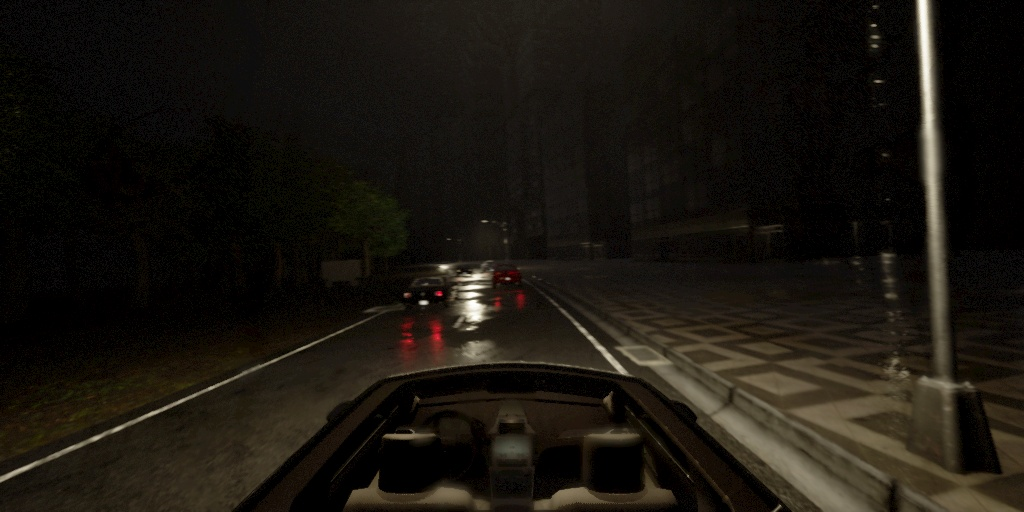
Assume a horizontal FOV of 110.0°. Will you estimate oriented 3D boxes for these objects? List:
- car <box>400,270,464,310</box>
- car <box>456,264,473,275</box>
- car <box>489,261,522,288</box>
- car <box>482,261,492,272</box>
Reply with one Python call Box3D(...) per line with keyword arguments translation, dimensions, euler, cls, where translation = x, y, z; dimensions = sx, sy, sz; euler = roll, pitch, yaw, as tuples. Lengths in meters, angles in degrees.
Box3D(translation=(-3.570, 1.565, 16.428), dimensions=(1.895, 1.301, 4.718), euler=(-3, 0, -1), cls="car")
Box3D(translation=(-5.603, 1.647, 42.534), dimensions=(1.895, 1.301, 4.718), euler=(-3, 0, -7), cls="car")
Box3D(translation=(-0.438, 1.295, 25.080), dimensions=(1.882, 1.535, 5.008), euler=(-3, 0, -4), cls="car")
Box3D(translation=(-3.266, 1.421, 50.710), dimensions=(1.812, 1.442, 4.674), euler=(-3, 0, -9), cls="car")
